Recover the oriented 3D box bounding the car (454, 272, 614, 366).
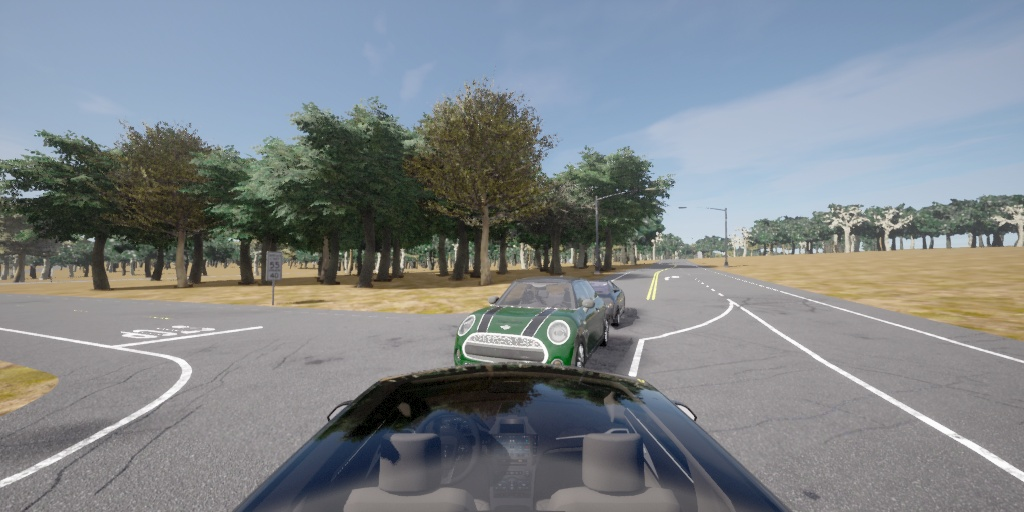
[{"bbox_3d":[0.687,1.222,7.442,2.097,1.767,4.553,-1,-2,22],"label":"car"}]

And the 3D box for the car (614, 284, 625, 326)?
[{"bbox_3d":[2.916,1.554,12.873,1.994,1.385,4.181,-2,0,22],"label":"car"}]
